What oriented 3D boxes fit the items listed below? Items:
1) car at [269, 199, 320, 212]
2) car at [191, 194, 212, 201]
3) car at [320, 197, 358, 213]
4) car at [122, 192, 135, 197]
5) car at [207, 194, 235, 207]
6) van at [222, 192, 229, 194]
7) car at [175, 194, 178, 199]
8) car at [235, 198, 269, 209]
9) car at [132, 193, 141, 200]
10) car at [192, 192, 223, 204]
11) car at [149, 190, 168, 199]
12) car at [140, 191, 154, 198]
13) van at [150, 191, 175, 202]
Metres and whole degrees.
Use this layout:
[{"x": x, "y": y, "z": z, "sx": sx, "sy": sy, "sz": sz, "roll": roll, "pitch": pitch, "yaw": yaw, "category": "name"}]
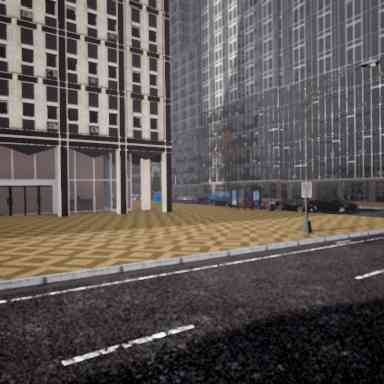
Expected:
[{"x": 10.746, "y": 1.403, "z": 35.182, "sx": 1.947, "sy": 1.339, "sz": 4.313, "roll": -1, "pitch": 1, "yaw": -34, "category": "car"}, {"x": 1.717, "y": 1.015, "z": 63.437, "sx": 1.802, "sy": 1.307, "sz": 4.206, "roll": -1, "pitch": 1, "yaw": -34, "category": "car"}, {"x": 14.549, "y": 1.294, "z": 34.424, "sx": 1.882, "sy": 1.535, "sz": 5.008, "roll": -1, "pitch": 1, "yaw": -34, "category": "car"}, {"x": -17.546, "y": 0.659, "z": 91.576, "sx": 2.008, "sy": 1.369, "sz": 4.403, "roll": -1, "pitch": 1, "yaw": -34, "category": "car"}, {"x": 4.387, "y": 1.298, "z": 44.606, "sx": 1.947, "sy": 1.339, "sz": 4.313, "roll": -1, "pitch": 1, "yaw": -34, "category": "car"}, {"x": 4.926, "y": 0.827, "z": 58.744, "sx": 1.690, "sy": 1.788, "sz": 3.998, "roll": -1, "pitch": 1, "yaw": -34, "category": "van"}, {"x": -4.704, "y": 0.907, "z": 72.817, "sx": 1.802, "sy": 1.307, "sz": 4.206, "roll": -1, "pitch": 1, "yaw": -34, "category": "car"}, {"x": 7.549, "y": 1.367, "z": 39.884, "sx": 1.802, "sy": 1.307, "sz": 4.206, "roll": -1, "pitch": 1, "yaw": -34, "category": "car"}, {"x": -11.620, "y": 1.017, "z": 68.085, "sx": 2.008, "sy": 1.369, "sz": 4.403, "roll": -1, "pitch": 1, "yaw": -34, "category": "car"}, {"x": 2.426, "y": 1.184, "z": 52.163, "sx": 1.994, "sy": 1.385, "sz": 4.181, "roll": -1, "pitch": 1, "yaw": -34, "category": "car"}, {"x": -7.915, "y": 0.586, "z": 77.504, "sx": 2.192, "sy": 1.841, "sz": 5.009, "roll": -1, "pitch": 1, "yaw": -34, "category": "car"}, {"x": -11.126, "y": 0.657, "z": 82.195, "sx": 1.967, "sy": 1.590, "sz": 4.097, "roll": -1, "pitch": 1, "yaw": -34, "category": "car"}, {"x": -5.199, "y": 0.915, "z": 58.702, "sx": 1.690, "sy": 1.788, "sz": 3.998, "roll": -1, "pitch": 1, "yaw": -34, "category": "van"}]
